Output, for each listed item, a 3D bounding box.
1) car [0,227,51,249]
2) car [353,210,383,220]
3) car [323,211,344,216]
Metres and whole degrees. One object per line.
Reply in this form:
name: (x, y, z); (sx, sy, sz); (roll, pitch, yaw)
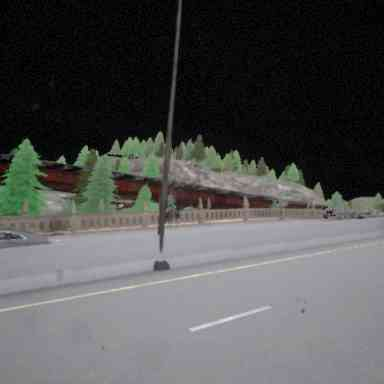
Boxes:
car: (-7.439, 2.024, 11.478); (4.902, 1.511, 2.128); (0, -2, -36)
car: (18.582, 2.518, 34.457); (4.181, 1.385, 1.994); (3, -4, -36)
car: (16.552, 2.317, 37.320); (4.181, 1.385, 1.994); (3, -4, -36)
